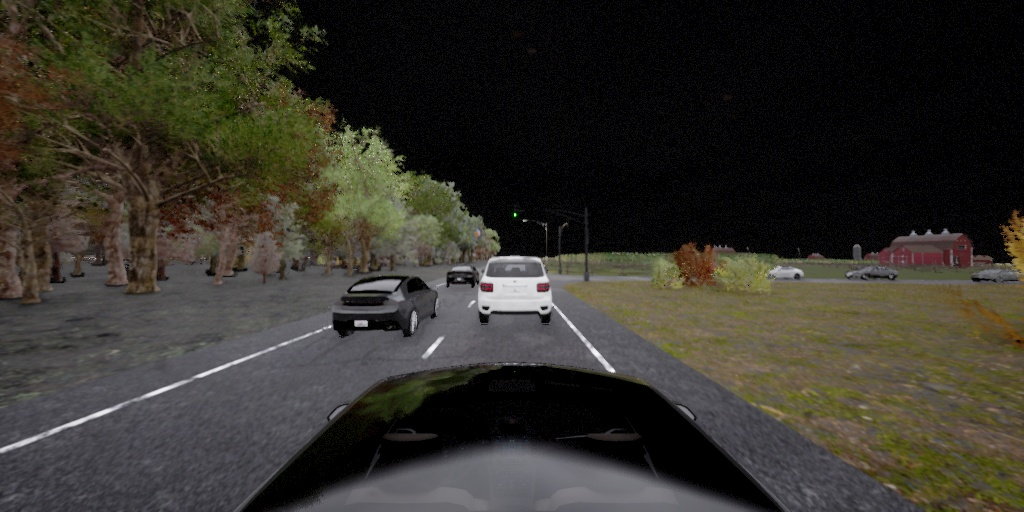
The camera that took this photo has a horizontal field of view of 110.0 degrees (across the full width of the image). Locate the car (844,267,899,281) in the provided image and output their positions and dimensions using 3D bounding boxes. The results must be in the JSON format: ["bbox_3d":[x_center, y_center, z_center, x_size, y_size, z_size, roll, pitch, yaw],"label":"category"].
[{"bbox_3d":[39.568,1.907,39.540,4.902,1.511,2.128,1,-1,0],"label":"car"}]

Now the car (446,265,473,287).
[{"bbox_3d":[-3.402,1.345,25.548,1.882,1.535,5.008,0,0,0],"label":"car"}]

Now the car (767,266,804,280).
[{"bbox_3d":[29.521,1.832,39.600,4.674,1.442,1.812,1,-1,0],"label":"car"}]

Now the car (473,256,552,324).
[{"bbox_3d":[0.097,1.026,12.384,2.150,2.045,5.566,0,0,0],"label":"car"}]

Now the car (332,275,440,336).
[{"bbox_3d":[-3.399,1.298,10.501,1.837,1.490,4.892,0,-1,0],"label":"car"}]

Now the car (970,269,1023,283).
[{"bbox_3d":[48.931,2.004,35.909,4.181,1.385,1.994,1,-1,0],"label":"car"}]

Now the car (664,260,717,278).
[{"bbox_3d":[19.555,1.420,39.648,5.566,2.045,2.150,1,-1,0],"label":"car"}]
